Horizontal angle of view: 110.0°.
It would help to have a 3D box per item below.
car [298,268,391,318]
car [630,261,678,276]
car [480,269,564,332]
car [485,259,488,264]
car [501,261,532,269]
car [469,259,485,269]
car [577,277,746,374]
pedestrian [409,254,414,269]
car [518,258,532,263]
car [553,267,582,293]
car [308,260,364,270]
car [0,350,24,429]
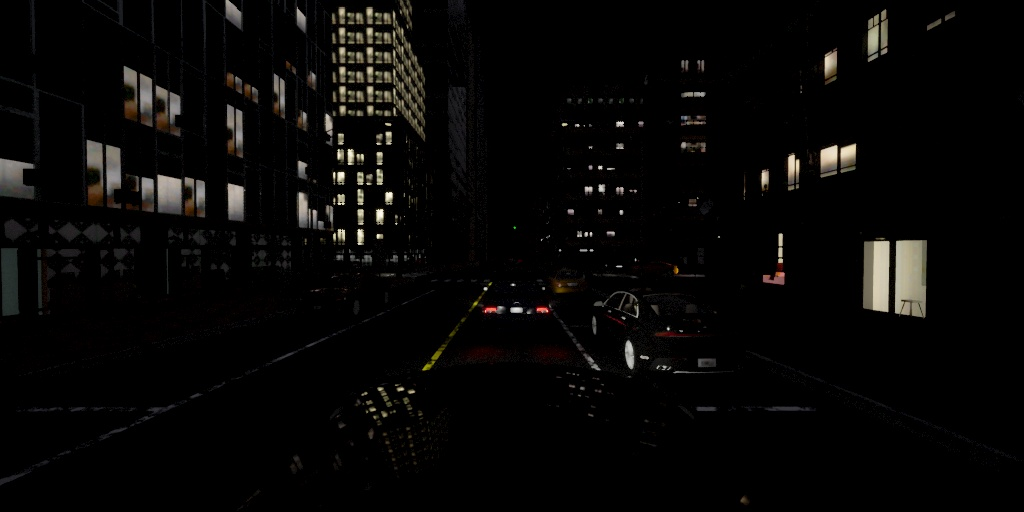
[{"bbox_3d":[-5.843,1.292,13.020,1.888,1.381,4.507,0,0,0],"label":"car"},{"bbox_3d":[15.452,1.336,39.196,5.008,1.535,1.882,0,1,1],"label":"car"},{"bbox_3d":[0.085,1.295,10.770,2.033,1.411,5.357,0,0,0],"label":"car"},{"bbox_3d":[-5.802,1.303,62.216,1.948,1.339,4.313,0,0,0],"label":"car"},{"bbox_3d":[0.057,1.250,21.569,1.837,1.490,4.892,0,0,0],"label":"car"},{"bbox_3d":[-5.791,1.263,56.392,1.751,1.417,4.829,0,0,0],"label":"car"},{"bbox_3d":[2.807,1.299,7.333,2.007,1.370,4.403,0,0,0],"label":"car"},{"bbox_3d":[-12.628,0.669,45.066,0.375,1.860,0.375,0,0,1],"label":"pedestrian"},{"bbox_3d":[2.579,1.288,62.231,2.007,1.370,4.403,0,0,0],"label":"car"},{"bbox_3d":[2.787,1.271,18.792,1.751,1.417,4.829,0,0,0],"label":"car"},{"bbox_3d":[-17.646,1.108,36.402,5.008,1.535,1.882,0,1,-1],"label":"car"},{"bbox_3d":[-5.796,1.300,1.730,2.007,1.370,4.403,0,0,0],"label":"car"}]
